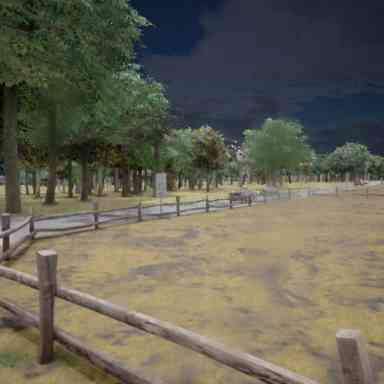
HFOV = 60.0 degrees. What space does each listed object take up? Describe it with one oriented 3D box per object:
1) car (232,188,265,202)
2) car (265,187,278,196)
[{"bbox_3d":[6.588,0.396,40.146,1.837,1.490,4.892,0,2,36],"label":"car"},{"bbox_3d":[12.713,-0.110,54.577,1.812,1.442,4.674,0,2,36],"label":"car"}]
